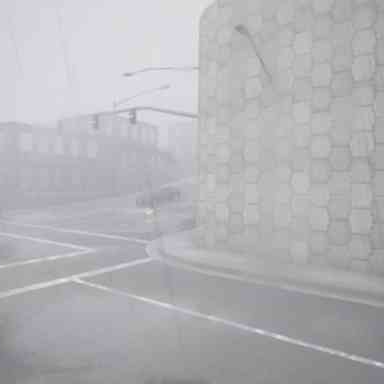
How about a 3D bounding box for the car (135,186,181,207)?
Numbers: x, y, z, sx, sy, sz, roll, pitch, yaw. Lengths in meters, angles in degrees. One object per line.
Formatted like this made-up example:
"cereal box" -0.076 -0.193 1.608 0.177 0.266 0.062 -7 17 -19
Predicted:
"car" -2.915 0.314 29.224 1.837 1.490 4.892 1 8 35
